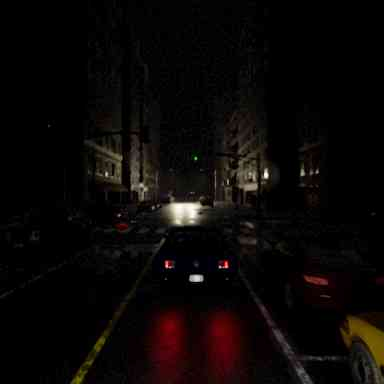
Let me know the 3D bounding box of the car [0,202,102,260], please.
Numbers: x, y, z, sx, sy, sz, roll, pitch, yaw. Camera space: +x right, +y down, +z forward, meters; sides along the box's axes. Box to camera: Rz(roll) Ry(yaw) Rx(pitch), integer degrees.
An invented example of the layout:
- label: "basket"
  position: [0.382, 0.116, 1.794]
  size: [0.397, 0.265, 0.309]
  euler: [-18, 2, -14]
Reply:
- label: "car"
  position: [-5.388, 1.366, 12.866]
  size: [2.192, 1.841, 5.009]
  euler: [0, 0, 0]

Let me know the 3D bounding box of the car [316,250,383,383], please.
- label: "car"
  position: [2.637, 1.535, 2.201]
  size: [1.752, 1.417, 4.829]
  euler: [0, 0, 0]

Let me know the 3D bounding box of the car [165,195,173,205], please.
- label: "car"
  position: [-5.388, 1.820, 66.599]
  size: [1.947, 1.339, 4.313]
  euler: [0, 0, 0]

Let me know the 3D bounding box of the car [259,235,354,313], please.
- label: "car"
  position: [2.637, 1.612, 7.444]
  size: [1.802, 1.307, 4.206]
  euler: [0, 0, 0]

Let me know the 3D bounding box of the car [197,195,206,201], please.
- label: "car"
  position: [2.635, 1.669, 93.864]
  size: [2.192, 1.841, 5.009]
  euler: [0, 0, 0]

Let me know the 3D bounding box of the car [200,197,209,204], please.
- label: "car"
  position: [2.637, 1.818, 72.047]
  size: [1.887, 1.381, 4.507]
  euler: [0, 0, 0]

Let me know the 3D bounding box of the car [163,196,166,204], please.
- label: "car"
  position: [-5.388, 1.721, 50.067]
  size: [1.752, 1.417, 4.829]
  euler: [0, 0, 0]

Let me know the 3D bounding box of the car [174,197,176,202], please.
- label: "car"
  position: [-5.388, 1.857, 88.243]
  size: [1.752, 1.417, 4.829]
  euler: [0, 0, 0]

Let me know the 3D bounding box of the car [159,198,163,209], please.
- label: "car"
  position: [-5.388, 1.721, 44.783]
  size: [1.887, 1.381, 4.507]
  euler: [0, 0, 0]

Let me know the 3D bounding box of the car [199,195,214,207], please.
- label: "car"
  position: [2.637, 1.657, 55.684]
  size: [1.967, 1.590, 4.097]
  euler: [0, 0, 0]

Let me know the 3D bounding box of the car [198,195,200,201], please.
- label: "car"
  position: [2.637, 1.695, 66.593]
  size: [1.967, 1.590, 4.097]
  euler: [0, 0, 0]

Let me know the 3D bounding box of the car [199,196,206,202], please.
- label: "car"
  position: [2.637, 1.838, 83.125]
  size: [1.752, 1.417, 4.829]
  euler: [0, 0, 0]

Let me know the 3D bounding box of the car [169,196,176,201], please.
- label: "car"
  position: [-5.388, 1.936, 93.866]
  size: [1.802, 1.307, 4.206]
  euler: [0, 0, 0]

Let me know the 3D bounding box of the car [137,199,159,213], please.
- label: "car"
  position: [-5.388, 1.706, 39.329]
  size: [2.008, 1.369, 4.403]
  euler: [0, 0, 0]

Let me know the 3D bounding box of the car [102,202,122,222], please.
- label: "car"
  position: [-8.072, 1.587, 27.022]
  size: [4.892, 1.490, 1.837]
  euler: [0, -3, 18]

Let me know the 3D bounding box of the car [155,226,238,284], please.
- label: "car"
  position: [0.101, 1.640, 9.619]
  size: [1.895, 1.301, 4.718]
  euler: [0, 0, 0]
